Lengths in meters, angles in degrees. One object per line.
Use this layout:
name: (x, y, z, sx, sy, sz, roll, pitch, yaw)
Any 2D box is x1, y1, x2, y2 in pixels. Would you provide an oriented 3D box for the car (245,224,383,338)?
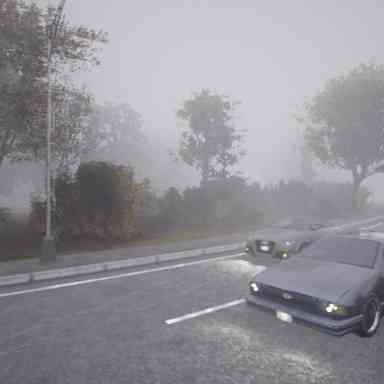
car: (3.487, 1.552, 6.872, 5.357, 1.411, 2.033, 0, 0, -39)

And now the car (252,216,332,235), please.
car: (3.787, 1.574, 11.768, 4.181, 1.385, 1.994, 0, 0, -41)
